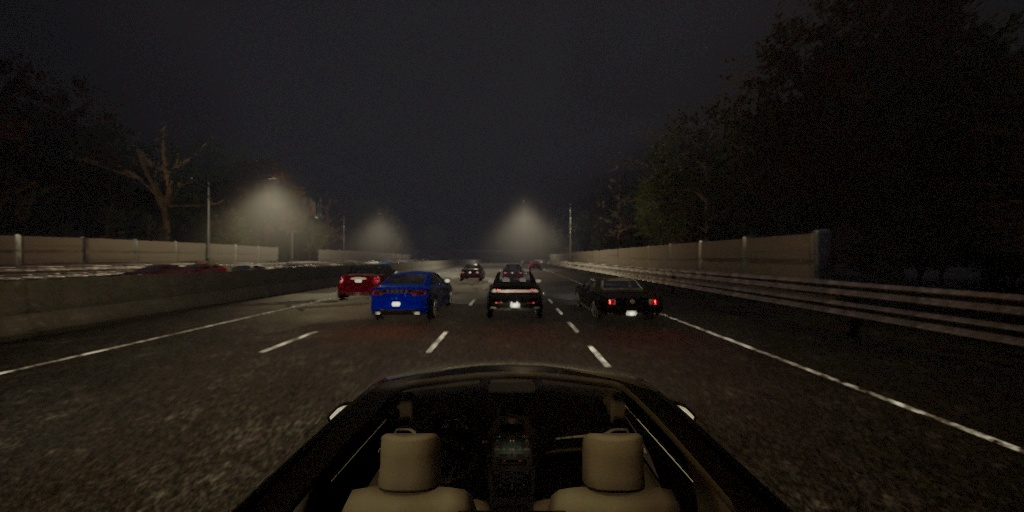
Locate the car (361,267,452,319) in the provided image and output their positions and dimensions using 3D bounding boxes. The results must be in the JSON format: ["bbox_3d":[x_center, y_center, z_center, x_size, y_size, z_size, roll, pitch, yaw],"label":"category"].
[{"bbox_3d":[-3.401,1.267,12.995,1.882,1.535,5.008,0,0,0],"label":"car"}]

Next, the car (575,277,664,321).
[{"bbox_3d":[3.486,1.383,12.670,1.895,1.301,4.718,0,0,0],"label":"car"}]

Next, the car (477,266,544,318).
[{"bbox_3d":[0.095,1.283,13.230,2.128,1.511,4.902,0,0,0],"label":"car"}]

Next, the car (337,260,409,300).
[{"bbox_3d":[-6.908,1.161,18.253,2.097,1.767,4.553,0,0,0],"label":"car"}]

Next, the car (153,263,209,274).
[{"bbox_3d":[-24.606,1.323,28.196,1.882,1.535,5.008,0,0,0],"label":"car"}]

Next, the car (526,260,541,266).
[{"bbox_3d":[3.481,1.474,55.292,1.812,1.442,4.674,0,0,0],"label":"car"}]

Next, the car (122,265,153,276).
[{"bbox_3d":[-28.104,1.373,28.555,1.812,1.442,4.674,0,0,0],"label":"car"}]

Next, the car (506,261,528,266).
[{"bbox_3d":[0.090,1.406,31.604,2.033,1.411,5.357,0,0,0],"label":"car"}]

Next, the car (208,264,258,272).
[{"bbox_3d":[-21.106,1.373,28.540,1.812,1.442,4.674,0,0,0],"label":"car"}]

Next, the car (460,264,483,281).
[{"bbox_3d":[-3.410,1.406,31.595,2.033,1.411,5.357,0,0,0],"label":"car"}]

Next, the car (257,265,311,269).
[{"bbox_3d":[-17.609,1.397,29.154,2.033,1.411,5.357,0,0,0],"label":"car"}]
